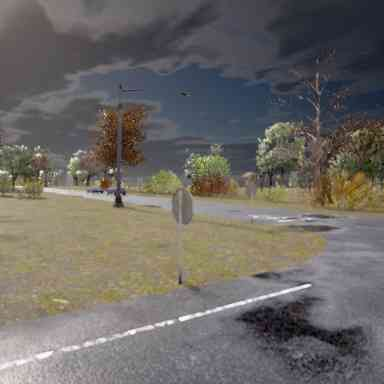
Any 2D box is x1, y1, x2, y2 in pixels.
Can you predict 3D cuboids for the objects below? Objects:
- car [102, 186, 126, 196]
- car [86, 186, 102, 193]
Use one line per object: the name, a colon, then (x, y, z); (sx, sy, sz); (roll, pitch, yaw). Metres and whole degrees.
car: (-11.936, -0.212, 52.108); (1.837, 1.490, 4.892); (0, 2, -36)
car: (-17.515, -0.462, 59.913); (1.994, 1.385, 4.181); (0, 2, -36)
